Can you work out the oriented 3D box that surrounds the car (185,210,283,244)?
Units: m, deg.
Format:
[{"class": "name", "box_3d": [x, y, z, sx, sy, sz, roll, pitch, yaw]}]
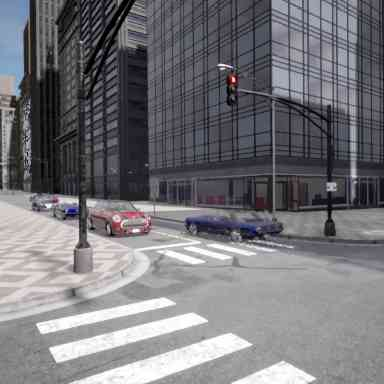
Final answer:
[{"class": "car", "box_3d": [1.701, 1.490, 15.291, 1.895, 1.301, 4.718, -1, 1, -38]}]

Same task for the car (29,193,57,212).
[{"class": "car", "box_3d": [-15.425, 1.180, 34.669, 2.128, 1.511, 4.902, -1, 1, -34]}]

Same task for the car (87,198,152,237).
[{"class": "car", "box_3d": [-3.933, 1.234, 17.692, 2.097, 1.767, 4.553, -1, 1, -34]}]

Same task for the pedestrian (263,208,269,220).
[{"class": "pedestrian", "box_3d": [3.892, 1.374, 17.276, 0.500, 1.100, 0.500, 0, 0, -34]}]

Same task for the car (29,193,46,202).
[{"class": "car", "box_3d": [-26.096, 0.885, 56.060, 1.837, 1.490, 4.892, -1, 1, -34]}]

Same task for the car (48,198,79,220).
[{"class": "car", "box_3d": [-9.607, 1.390, 26.075, 1.895, 1.301, 4.718, -1, 1, -34]}]

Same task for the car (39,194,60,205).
[{"class": "car", "box_3d": [-20.547, 1.064, 47.892, 1.994, 1.385, 4.181, -1, 1, -34]}]
